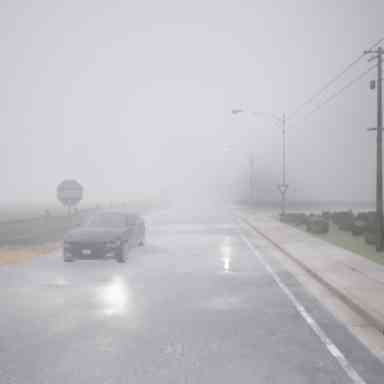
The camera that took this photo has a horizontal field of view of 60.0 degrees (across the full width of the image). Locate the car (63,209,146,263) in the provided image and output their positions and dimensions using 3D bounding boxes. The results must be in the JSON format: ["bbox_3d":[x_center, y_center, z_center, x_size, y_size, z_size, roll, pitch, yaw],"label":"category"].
[{"bbox_3d":[-2.920,1.425,12.044,1.882,1.535,5.008,0,0,3],"label":"car"}]
